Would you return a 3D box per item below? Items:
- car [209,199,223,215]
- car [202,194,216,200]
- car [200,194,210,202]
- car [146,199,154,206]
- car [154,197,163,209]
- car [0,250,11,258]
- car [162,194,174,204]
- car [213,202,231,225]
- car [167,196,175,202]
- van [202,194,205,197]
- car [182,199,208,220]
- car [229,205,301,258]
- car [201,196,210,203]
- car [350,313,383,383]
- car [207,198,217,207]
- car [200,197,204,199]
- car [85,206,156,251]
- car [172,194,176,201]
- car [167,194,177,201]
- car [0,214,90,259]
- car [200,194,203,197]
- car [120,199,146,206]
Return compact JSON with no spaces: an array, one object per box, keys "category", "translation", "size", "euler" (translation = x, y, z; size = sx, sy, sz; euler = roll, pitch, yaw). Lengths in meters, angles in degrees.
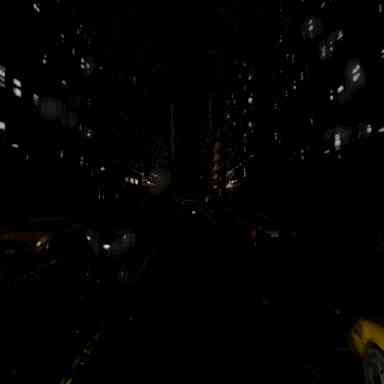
[{"category":"car","translation":[2.800,1.625,29.551],"size":[1.947,1.339,4.313],"euler":[1,0,0]},{"category":"car","translation":[2.860,1.524,46.174],"size":[1.967,1.590,4.097],"euler":[1,0,0]},{"category":"car","translation":[2.978,1.443,79.417],"size":[2.192,1.841,5.009],"euler":[1,0,0]},{"category":"car","translation":[-5.559,1.499,35.069],"size":[1.967,1.590,4.097],"euler":[1,0,0]},{"category":"car","translation":[-5.522,1.619,46.151],"size":[1.887,1.381,4.507],"euler":[1,0,0]},{"category":"car","translation":[-3.101,1.478,1.403],"size":[1.882,1.535,5.008],"euler":[0,0,0]},{"category":"car","translation":[-5.446,1.657,68.313],"size":[2.008,1.369,4.403],"euler":[1,0,0]},{"category":"car","translation":[2.781,1.632,24.011],"size":[1.802,1.307,4.206],"euler":[1,0,0]},{"category":"car","translation":[-5.389,1.651,84.764],"size":[1.752,1.417,4.829],"euler":[1,0,0]},{"category":"van","translation":[2.881,1.433,51.714],"size":[1.690,1.788,3.998],"euler":[1,0,0]},{"category":"car","translation":[0.162,1.619,29.134],"size":[1.994,1.385,4.181],"euler":[0,0,1]},{"category":"car","translation":[2.745,1.470,12.930],"size":[1.967,1.590,4.097],"euler":[1,0,0]},{"category":"car","translation":[2.954,1.666,73.877],"size":[1.887,1.381,4.507],"euler":[1,0,0]},{"category":"car","translation":[2.705,1.533,2.019],"size":[1.752,1.417,4.829],"euler":[1,0,0]},{"category":"car","translation":[2.820,1.633,35.091],"size":[1.947,1.339,4.313],"euler":[1,0,0]},{"category":"car","translation":[0.196,1.675,41.623],"size":[1.895,1.301,4.718],"euler":[0,0,1]},{"category":"car","translation":[-3.049,1.574,14.578],"size":[2.033,1.411,5.357],"euler":[0,0,0]},{"category":"car","translation":[-5.422,1.428,73.853],"size":[2.192,1.841,5.009],"euler":[1,0,0]},{"category":"car","translation":[-5.364,1.447,90.475],"size":[2.192,1.841,5.009],"euler":[1,0,0]},{"category":"car","translation":[-5.639,1.546,12.737],"size":[1.752,1.417,4.829],"euler":[1,0,0]},{"category":"car","translation":[2.918,1.548,62.796],"size":[1.967,1.590,4.097],"euler":[1,0,0]},{"category":"car","translation":[-5.580,1.595,29.528],"size":[1.887,1.381,4.507],"euler":[1,0,0]}]
